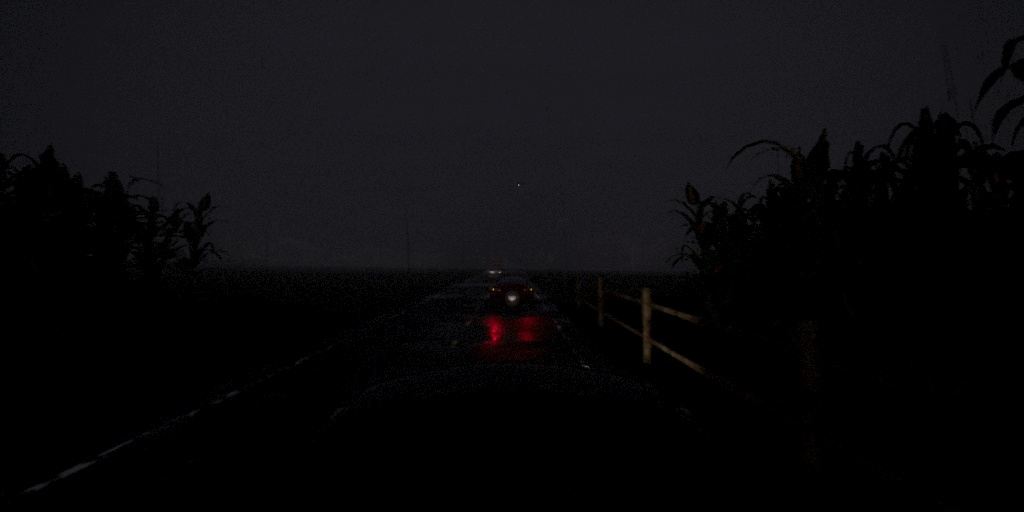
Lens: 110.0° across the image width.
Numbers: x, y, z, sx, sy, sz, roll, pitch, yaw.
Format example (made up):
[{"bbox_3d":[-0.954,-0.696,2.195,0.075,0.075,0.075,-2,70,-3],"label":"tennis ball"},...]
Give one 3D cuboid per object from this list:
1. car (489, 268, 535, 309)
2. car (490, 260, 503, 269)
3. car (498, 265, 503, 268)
[{"bbox_3d":[0.022,1.418,15.739,1.812,1.442,4.674,0,0,0],"label":"car"},{"bbox_3d":[-2.769,1.672,65.172,2.150,2.045,5.566,0,-1,1],"label":"car"},{"bbox_3d":[0.017,1.647,30.092,1.895,1.301,4.718,0,-1,0],"label":"car"}]
